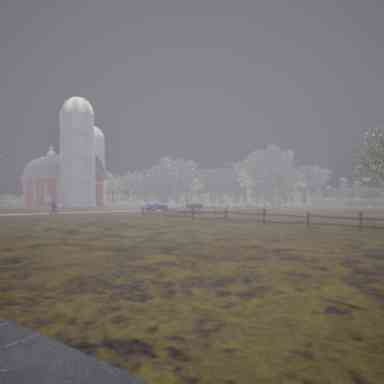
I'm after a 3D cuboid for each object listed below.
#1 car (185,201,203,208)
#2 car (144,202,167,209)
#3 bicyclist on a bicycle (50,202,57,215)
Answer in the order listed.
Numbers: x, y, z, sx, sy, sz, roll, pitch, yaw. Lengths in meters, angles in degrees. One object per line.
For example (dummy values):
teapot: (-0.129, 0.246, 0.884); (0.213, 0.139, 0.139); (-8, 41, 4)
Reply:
car: (0.436, 2.787, 72.132); (1.882, 1.535, 5.008); (-2, -2, 36)
car: (-6.718, 2.636, 62.102); (1.882, 1.535, 5.008); (-2, -3, 36)
bicyclist on a bicycle: (-17.457, 2.047, 41.854); (1.656, 1.620, 0.582); (-1, -2, 36)
